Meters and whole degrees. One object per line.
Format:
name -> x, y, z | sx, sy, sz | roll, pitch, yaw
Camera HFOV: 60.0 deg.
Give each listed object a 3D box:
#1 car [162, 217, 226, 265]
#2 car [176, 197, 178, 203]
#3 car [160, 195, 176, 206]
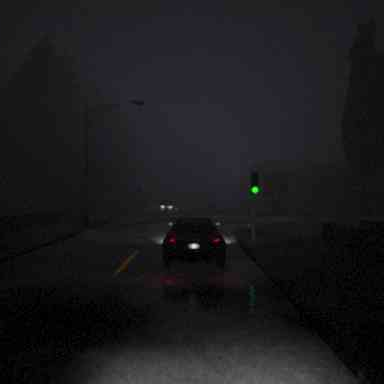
car -> 0.079, 1.556, 11.719 | 1.994, 1.385, 4.181 | 0, 0, 0
car -> -4.005, 1.458, 69.043 | 1.837, 1.490, 4.892 | 0, 0, 0
car -> -4.071, 1.532, 53.857 | 1.994, 1.385, 4.181 | 0, 0, 0
